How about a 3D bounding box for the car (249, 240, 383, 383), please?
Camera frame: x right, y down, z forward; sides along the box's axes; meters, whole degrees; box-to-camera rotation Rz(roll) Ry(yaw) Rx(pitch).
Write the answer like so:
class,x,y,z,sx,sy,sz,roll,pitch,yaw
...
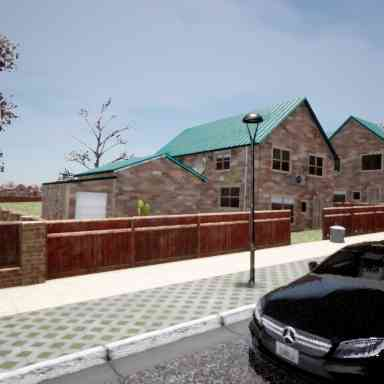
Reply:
class,x,y,z,sx,sy,sz,roll,pitch,yaw
car,2.950,1.531,5.061,4.674,1.442,1.812,0,0,-36
